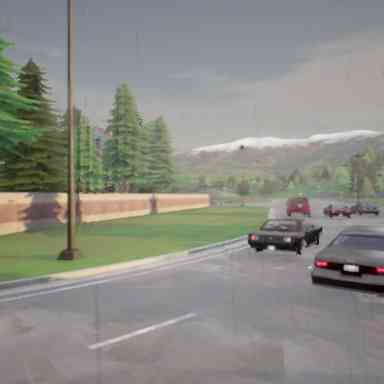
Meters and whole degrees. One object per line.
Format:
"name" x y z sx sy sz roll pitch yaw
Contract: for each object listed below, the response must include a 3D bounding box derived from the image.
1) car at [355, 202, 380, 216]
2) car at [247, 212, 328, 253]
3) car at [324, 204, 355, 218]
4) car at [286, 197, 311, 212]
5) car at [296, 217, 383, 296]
"car" 18.631 1.787 35.915 2.033 1.411 5.357 -1 -1 14
"car" 4.071 1.732 13.859 1.895 1.301 4.718 -1 -1 33
"car" 14.279 1.851 32.853 1.895 1.301 4.718 -1 -1 14
"car" 11.274 1.535 35.317 2.150 2.045 5.566 -1 -1 14
"car" 4.769 1.609 8.759 2.033 1.411 5.357 -1 -1 37
